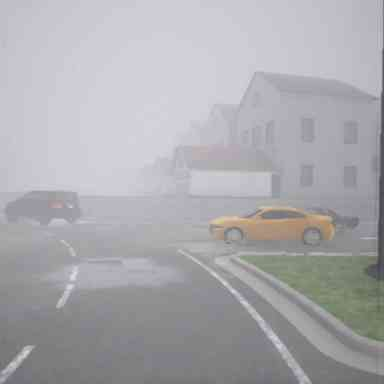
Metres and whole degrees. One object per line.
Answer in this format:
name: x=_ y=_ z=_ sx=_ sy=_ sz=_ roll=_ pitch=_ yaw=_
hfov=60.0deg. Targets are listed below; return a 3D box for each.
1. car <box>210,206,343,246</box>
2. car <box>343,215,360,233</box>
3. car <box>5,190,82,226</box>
car: x=3.248 y=1.332 z=13.850 sx=5.008 sy=1.535 sz=1.882 roll=1 pitch=1 yaw=0
car: x=5.934 y=1.436 z=17.257 sx=4.718 sy=1.301 sz=1.895 roll=0 pitch=1 yaw=-3
car: x=-9.242 y=0.893 z=20.648 sx=5.566 sy=2.045 sz=2.150 roll=1 pitch=1 yaw=32
